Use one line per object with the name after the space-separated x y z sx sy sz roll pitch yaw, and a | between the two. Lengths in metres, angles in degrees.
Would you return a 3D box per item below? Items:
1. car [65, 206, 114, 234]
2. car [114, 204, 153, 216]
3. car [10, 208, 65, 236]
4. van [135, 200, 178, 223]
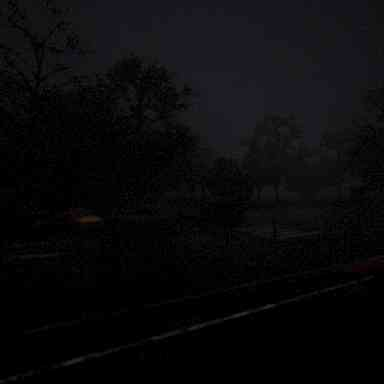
-7.164 1.695 21.396 1.946 1.575 5.366 1 -1 -36 | car
-5.031 1.783 23.186 2.163 1.488 4.792 1 -1 -36 | car
-9.546 1.673 19.957 2.163 1.488 4.792 1 -1 -36 | car
-2.686 1.582 24.682 1.878 1.987 4.442 1 -1 -36 | van
